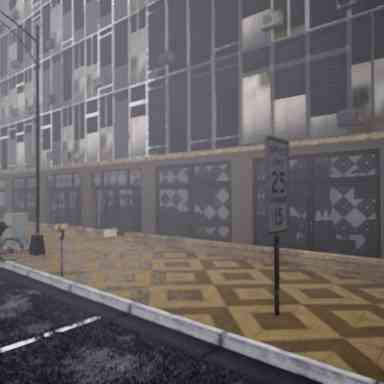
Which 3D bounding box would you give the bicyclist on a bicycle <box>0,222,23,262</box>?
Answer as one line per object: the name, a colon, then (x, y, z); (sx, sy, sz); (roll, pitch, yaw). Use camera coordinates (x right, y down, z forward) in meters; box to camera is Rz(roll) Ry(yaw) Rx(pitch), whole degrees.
bicyclist on a bicycle: (-5.515, 1.282, 9.061); (0.582, 1.620, 1.656); (1, 10, 39)
